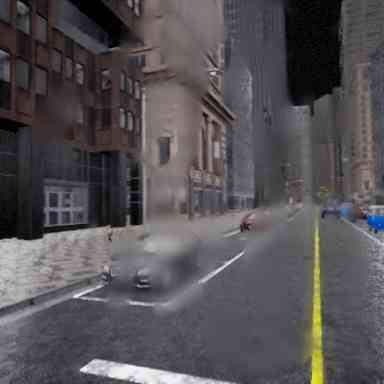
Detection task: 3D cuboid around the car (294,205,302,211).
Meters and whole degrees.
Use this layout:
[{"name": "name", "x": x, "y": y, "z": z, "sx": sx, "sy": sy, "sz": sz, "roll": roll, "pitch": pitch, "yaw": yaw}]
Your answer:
[{"name": "car", "x": 25.937, "y": 3.854, "z": 81.323, "sx": 1.752, "sy": 1.417, "sz": 4.829, "roll": -1, "pitch": -2, "yaw": 21}]

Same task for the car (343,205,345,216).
[{"name": "car", "x": 18.599, "y": 2.428, "z": 37.619, "sx": 2.008, "sy": 1.369, "sz": 4.403, "roll": -1, "pitch": -2, "yaw": 21}]

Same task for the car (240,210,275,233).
[{"name": "car", "x": 4.859, "y": 2.258, "z": 25.295, "sx": 1.887, "sy": 1.381, "sz": 4.507, "roll": -1, "pitch": -2, "yaw": 21}]

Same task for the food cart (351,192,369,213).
[{"name": "food cart", "x": 29.856, "y": 1.904, "z": 59.278, "sx": 2.280, "sy": 3.560, "sz": 4.660, "roll": -2, "pitch": -3, "yaw": 21}]

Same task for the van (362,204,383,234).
[{"name": "van", "x": 12.832, "y": 1.807, "z": 22.298, "sx": 1.690, "sy": 1.788, "sz": 3.998, "roll": -1, "pitch": -2, "yaw": 21}]

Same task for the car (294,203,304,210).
[{"name": "car", "x": 27.917, "y": 3.814, "z": 86.597, "sx": 2.192, "sy": 1.841, "sz": 5.009, "roll": -1, "pitch": -2, "yaw": 21}]

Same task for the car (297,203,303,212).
[{"name": "car", "x": 22.154, "y": 3.579, "z": 71.267, "sx": 1.947, "sy": 1.339, "sz": 4.313, "roll": -1, "pitch": -2, "yaw": 21}]

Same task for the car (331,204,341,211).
[{"name": "car", "x": 33.974, "y": 3.632, "z": 78.485, "sx": 1.887, "sy": 1.381, "sz": 4.507, "roll": -1, "pitch": -2, "yaw": 21}]

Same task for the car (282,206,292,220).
[{"name": "car", "x": 10.624, "y": 2.675, "z": 40.620, "sx": 2.008, "sy": 1.369, "sz": 4.403, "roll": -1, "pitch": -2, "yaw": 21}]

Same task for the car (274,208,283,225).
[{"name": "car", "x": 6.780, "y": 2.399, "z": 30.403, "sx": 2.008, "sy": 1.369, "sz": 4.403, "roll": -1, "pitch": -2, "yaw": 21}]

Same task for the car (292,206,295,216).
[{"name": "car", "x": 12.546, "y": 2.815, "z": 45.729, "sx": 2.008, "sy": 1.369, "sz": 4.403, "roll": -1, "pitch": -2, "yaw": 21}]

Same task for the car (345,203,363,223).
[{"name": "car", "x": 16.676, "y": 2.054, "z": 32.517, "sx": 2.192, "sy": 1.841, "sz": 5.009, "roll": -1, "pitch": -2, "yaw": 21}]

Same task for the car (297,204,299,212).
[{"name": "car", "x": 16.389, "y": 3.099, "z": 55.945, "sx": 1.887, "sy": 1.381, "sz": 4.507, "roll": -1, "pitch": -2, "yaw": 21}]

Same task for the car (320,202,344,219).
[{"name": "car", "x": 17.548, "y": 2.273, "z": 42.159, "sx": 2.150, "sy": 2.045, "sz": 5.566, "roll": -2, "pitch": -2, "yaw": 21}]

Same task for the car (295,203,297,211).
[{"name": "car", "x": 14.466, "y": 2.848, "z": 50.840, "sx": 1.967, "sy": 1.590, "sz": 4.097, "roll": -1, "pitch": -2, "yaw": 21}]

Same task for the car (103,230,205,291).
[{"name": "car", "x": -0.906, "y": 1.869, "z": 9.970, "sx": 2.008, "sy": 1.369, "sz": 4.403, "roll": -1, "pitch": -2, "yaw": 21}]
